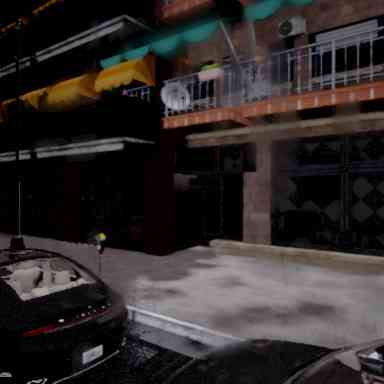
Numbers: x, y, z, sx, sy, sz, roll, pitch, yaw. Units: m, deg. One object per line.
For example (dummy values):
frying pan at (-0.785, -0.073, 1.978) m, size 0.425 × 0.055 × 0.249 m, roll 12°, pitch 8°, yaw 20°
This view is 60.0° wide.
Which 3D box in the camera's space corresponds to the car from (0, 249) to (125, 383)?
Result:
car at (-2.862, 1.532, 4.917) m, size 4.403 × 1.369 × 2.008 m, roll 0°, pitch 0°, yaw 36°

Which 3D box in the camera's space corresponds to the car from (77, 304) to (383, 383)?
car at (1.642, 1.552, 1.703) m, size 4.403 × 1.369 × 2.008 m, roll 0°, pitch 0°, yaw 36°
